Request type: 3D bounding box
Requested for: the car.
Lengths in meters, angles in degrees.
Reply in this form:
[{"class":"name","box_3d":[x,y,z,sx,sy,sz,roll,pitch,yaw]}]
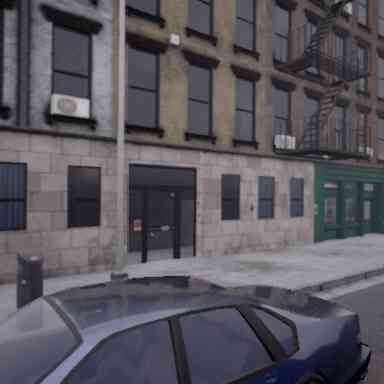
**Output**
[{"class":"car","box_3d":[-0.598,1.560,2.816,5.357,1.411,2.033,1,0,-35]}]
